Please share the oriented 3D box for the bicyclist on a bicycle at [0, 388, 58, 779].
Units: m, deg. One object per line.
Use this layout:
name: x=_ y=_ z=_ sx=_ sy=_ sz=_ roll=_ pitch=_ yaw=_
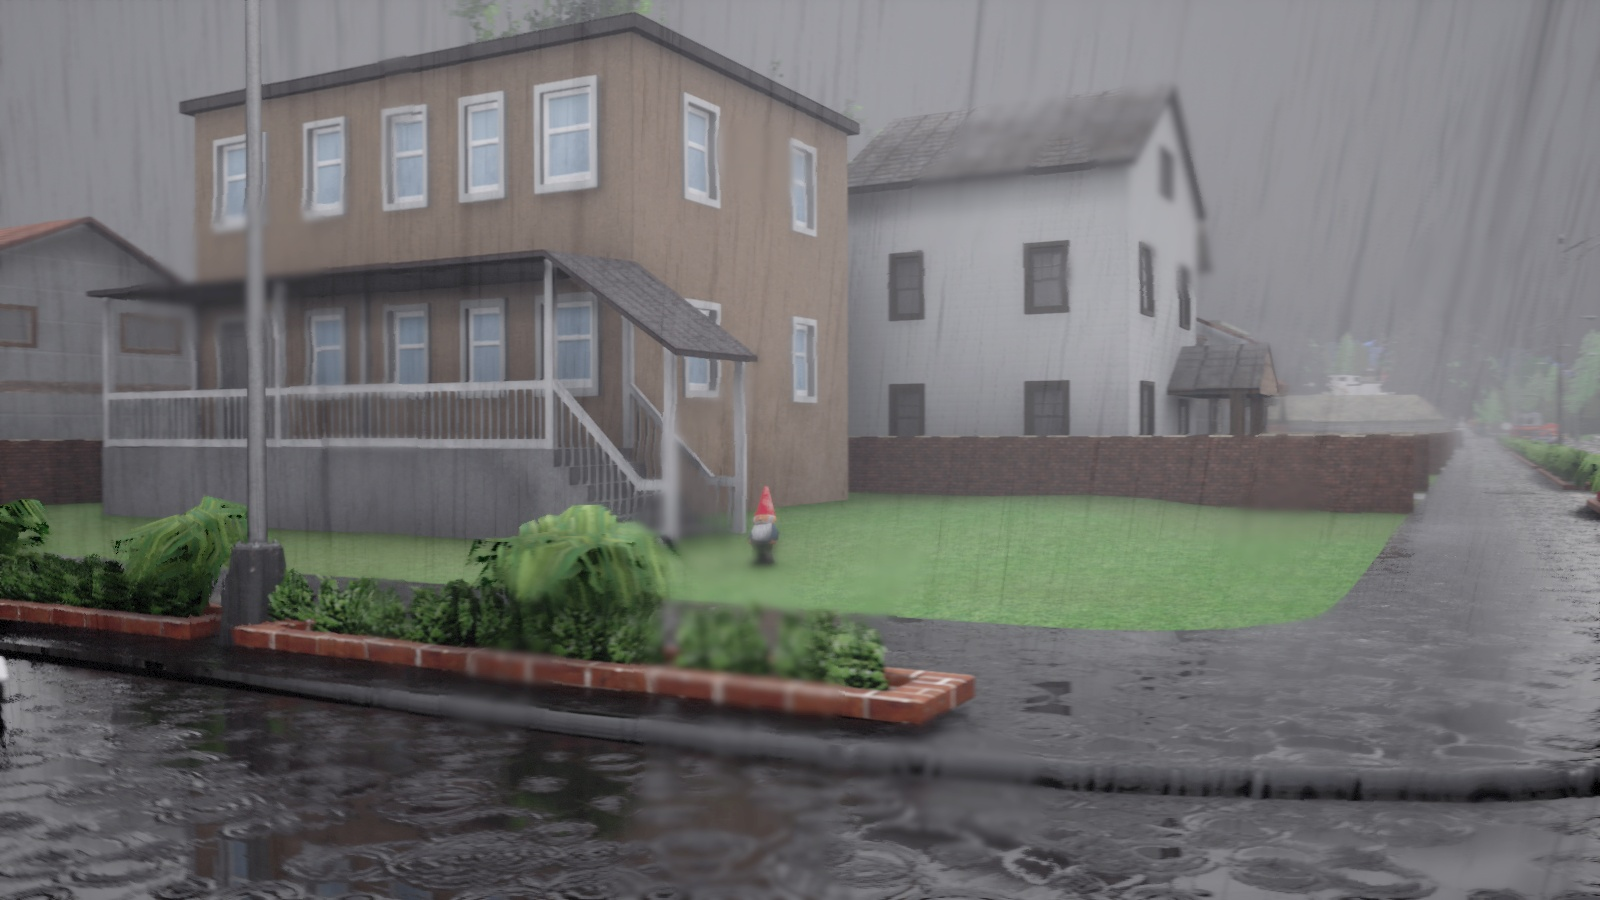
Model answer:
bicyclist on a bicycle: x=-4.481 y=0.595 z=6.050 sx=1.843 sy=1.776 sz=0.659 roll=1 pitch=1 yaw=26
